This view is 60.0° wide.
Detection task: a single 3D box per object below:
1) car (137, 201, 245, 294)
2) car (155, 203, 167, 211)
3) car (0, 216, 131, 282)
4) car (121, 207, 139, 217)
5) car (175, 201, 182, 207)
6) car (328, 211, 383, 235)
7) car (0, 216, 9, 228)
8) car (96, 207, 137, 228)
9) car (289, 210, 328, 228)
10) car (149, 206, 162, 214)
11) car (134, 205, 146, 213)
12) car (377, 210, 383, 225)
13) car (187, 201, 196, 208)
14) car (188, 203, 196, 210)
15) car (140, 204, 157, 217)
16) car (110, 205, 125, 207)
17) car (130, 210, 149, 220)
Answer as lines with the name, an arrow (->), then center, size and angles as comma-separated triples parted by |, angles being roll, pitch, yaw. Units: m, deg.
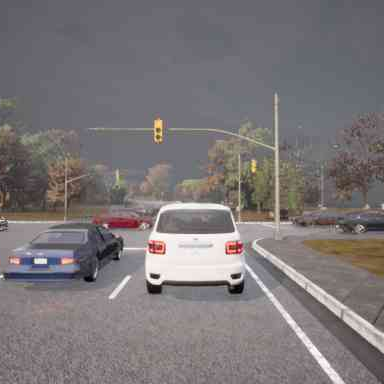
car -> 0.079, 1.320, 9.162 | 2.150, 2.045, 5.566 | 0, -1, 0
car -> -7.035, 3.379, 75.923 | 2.033, 1.411, 5.357 | 0, 0, 0
car -> -3.422, 1.664, 10.015 | 2.033, 1.411, 5.357 | 0, -1, 0
car -> -10.604, 3.368, 57.427 | 2.033, 1.411, 5.357 | 0, -1, 1
car -> -3.634, 3.092, 87.425 | 1.882, 1.535, 5.008 | 0, 0, -3
car -> 12.000, 2.025, 21.965 | 4.892, 1.490, 1.837 | 0, -2, -1
car -> -15.218, 1.924, 23.143 | 4.553, 1.767, 2.097 | 0, -3, 8
car -> -5.029, 2.161, 25.635 | 5.008, 1.535, 1.882 | 0, -2, 4
car -> 11.703, 2.387, 29.125 | 5.357, 1.411, 2.033 | 0, -3, -1
car -> -7.070, 3.480, 65.226 | 1.895, 1.301, 4.718 | 0, 0, 1
car -> -10.541, 3.479, 67.711 | 1.895, 1.301, 4.718 | 0, 0, 0
car -> 21.402, 2.505, 33.008 | 4.902, 1.511, 2.128 | 0, -3, -3
car -> -0.158, 3.285, 87.779 | 1.837, 1.490, 4.892 | 0, 0, -3
car -> -0.036, 3.331, 77.628 | 1.837, 1.490, 4.892 | 0, 0, 0
car -> -7.116, 3.006, 55.304 | 2.150, 2.045, 5.566 | 0, -1, 0
car -> -10.630, 2.807, 47.135 | 2.150, 2.045, 5.566 | 0, -2, -2
car -> -7.108, 3.143, 45.776 | 1.895, 1.301, 4.718 | 0, -2, -1
